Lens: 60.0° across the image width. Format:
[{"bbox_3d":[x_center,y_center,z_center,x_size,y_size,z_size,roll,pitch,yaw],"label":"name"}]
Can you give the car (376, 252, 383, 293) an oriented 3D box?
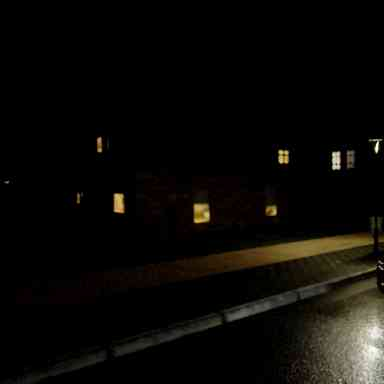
[{"bbox_3d":[6.007,1.406,7.356,5.008,1.535,1.882,-1,0,-35],"label":"car"}]
